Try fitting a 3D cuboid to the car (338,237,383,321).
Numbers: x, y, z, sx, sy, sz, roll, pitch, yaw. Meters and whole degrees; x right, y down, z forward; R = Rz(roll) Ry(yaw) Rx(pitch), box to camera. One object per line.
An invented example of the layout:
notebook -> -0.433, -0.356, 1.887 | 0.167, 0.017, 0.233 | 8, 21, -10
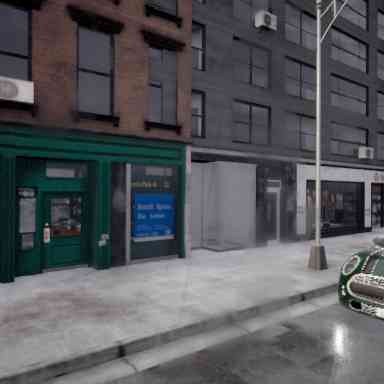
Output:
car -> 4.927, 1.356, 6.599 | 4.553, 1.767, 2.097 | 0, 0, -36
